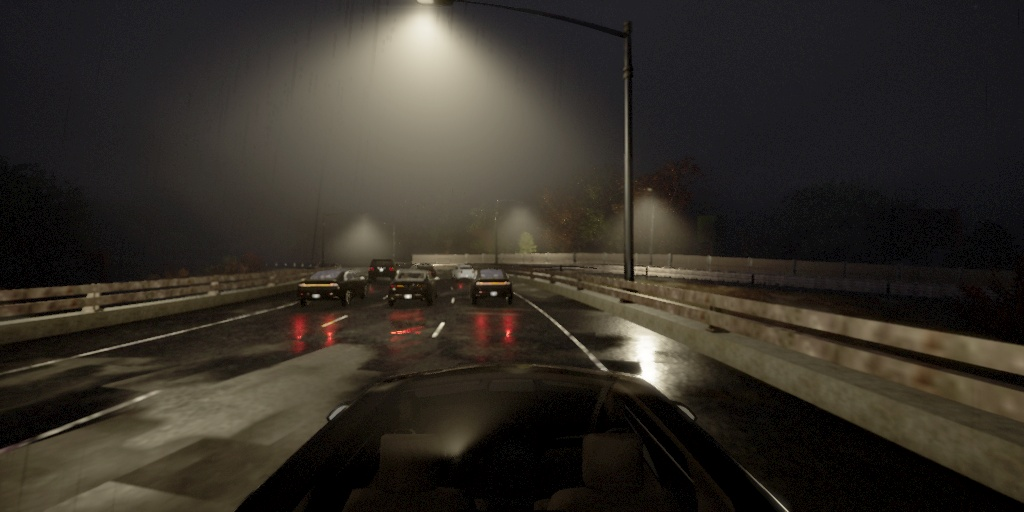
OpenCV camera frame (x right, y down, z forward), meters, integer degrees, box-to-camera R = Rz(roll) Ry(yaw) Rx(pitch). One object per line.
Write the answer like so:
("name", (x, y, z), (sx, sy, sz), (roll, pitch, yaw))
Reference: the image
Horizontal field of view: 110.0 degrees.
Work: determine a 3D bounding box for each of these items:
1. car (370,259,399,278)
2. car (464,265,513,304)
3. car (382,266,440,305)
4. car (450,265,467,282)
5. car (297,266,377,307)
("car", (-11.135, 1.244, 31.138), (2.150, 2.045, 5.566), (0, 0, -16))
("car", (-1.097, 1.389, 17.428), (2.128, 1.511, 4.902), (0, 0, -8))
("car", (-4.566, 1.401, 16.965), (1.837, 1.490, 4.892), (0, 0, -8))
("car", (-4.510, 1.571, 33.396), (1.812, 1.442, 4.674), (0, 0, -16))
("car", (-8.032, 1.382, 16.485), (2.128, 1.511, 4.902), (0, 0, -8))
